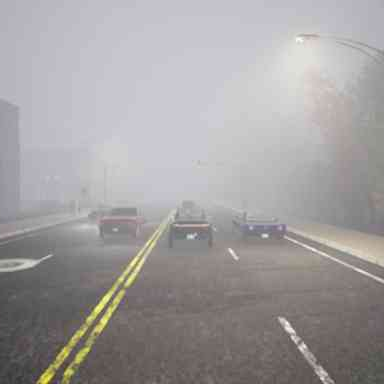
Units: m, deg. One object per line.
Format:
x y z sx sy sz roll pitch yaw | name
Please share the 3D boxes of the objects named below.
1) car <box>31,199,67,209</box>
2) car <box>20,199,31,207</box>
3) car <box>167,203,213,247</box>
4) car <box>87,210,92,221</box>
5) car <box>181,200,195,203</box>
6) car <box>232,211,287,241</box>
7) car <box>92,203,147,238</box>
-20.713 1.819 48.952 4.313 1.339 1.947 -1 1 -1 | car
-29.188 1.818 57.322 4.403 1.369 2.008 -1 1 -1 | car
-0.088 1.490 15.041 2.128 1.511 4.902 0 0 -1 | car
-6.977 1.600 27.083 1.895 1.301 4.718 0 0 -1 | car
-0.371 1.523 32.114 1.812 1.442 4.674 0 0 -1 | car
3.139 1.598 16.619 1.895 1.301 4.718 0 0 -1 | car
-3.581 1.477 17.868 1.882 1.535 5.008 0 0 -1 | car
